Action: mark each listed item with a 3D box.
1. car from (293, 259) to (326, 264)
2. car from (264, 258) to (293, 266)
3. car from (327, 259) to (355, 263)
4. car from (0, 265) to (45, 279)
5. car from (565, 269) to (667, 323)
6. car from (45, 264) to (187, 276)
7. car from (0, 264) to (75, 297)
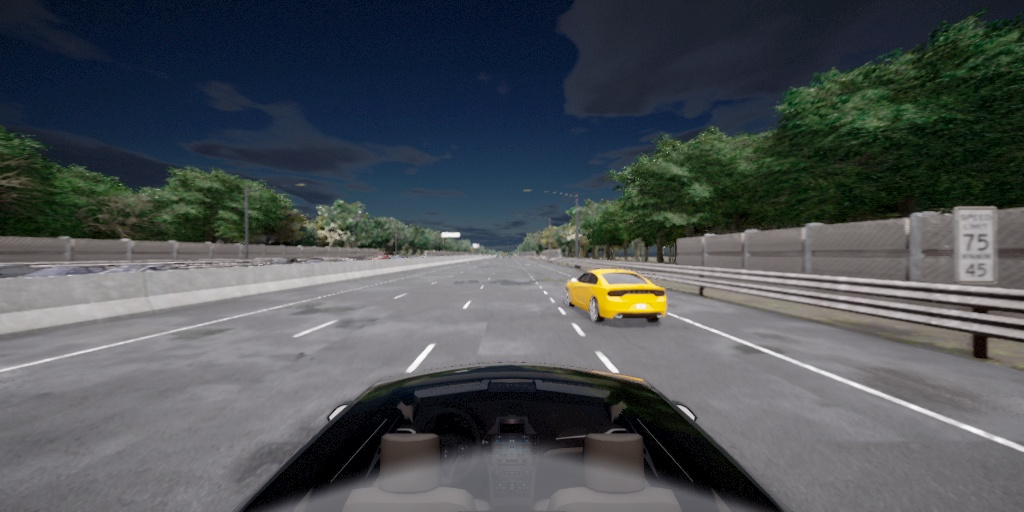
[{"bbox_3d":[-21.119,1.062,38.666,1.994,1.385,4.181,0,0,0],"label":"car"},{"bbox_3d":[-24.619,1.012,38.799,1.837,1.490,4.892,0,0,0],"label":"car"},{"bbox_3d":[-17.618,1.062,38.727,1.994,1.385,4.181,0,0,0],"label":"car"},{"bbox_3d":[-21.113,1.188,17.160,2.033,1.411,5.357,0,0,0],"label":"car"},{"bbox_3d":[3.152,1.167,11.918,1.882,1.535,5.008,0,0,-6],"label":"car"},{"bbox_3d":[-17.612,1.134,16.876,2.128,1.511,4.902,0,0,0],"label":"car"},{"bbox_3d":[-24.610,1.166,17.086,1.812,1.442,4.674,0,0,0],"label":"car"}]
